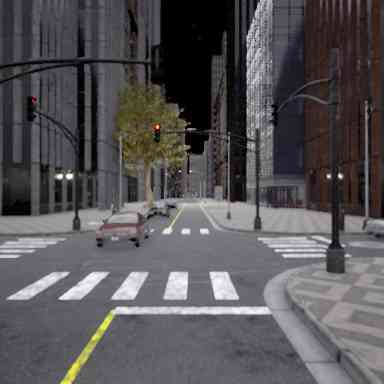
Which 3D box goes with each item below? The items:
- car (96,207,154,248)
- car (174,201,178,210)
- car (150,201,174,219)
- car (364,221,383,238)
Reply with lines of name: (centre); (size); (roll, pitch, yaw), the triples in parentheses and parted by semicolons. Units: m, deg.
car: (-3.097, 1.652, 15.688); (1.812, 1.442, 4.674); (0, -1, 0)
car: (-3.084, 1.990, 48.716); (1.895, 1.301, 4.718); (0, 0, 0)
car: (-3.098, 1.822, 32.202); (1.994, 1.385, 4.181); (0, 0, 0)
car: (10.996, 1.681, 16.029); (4.718, 1.301, 1.895); (0, 0, -1)
